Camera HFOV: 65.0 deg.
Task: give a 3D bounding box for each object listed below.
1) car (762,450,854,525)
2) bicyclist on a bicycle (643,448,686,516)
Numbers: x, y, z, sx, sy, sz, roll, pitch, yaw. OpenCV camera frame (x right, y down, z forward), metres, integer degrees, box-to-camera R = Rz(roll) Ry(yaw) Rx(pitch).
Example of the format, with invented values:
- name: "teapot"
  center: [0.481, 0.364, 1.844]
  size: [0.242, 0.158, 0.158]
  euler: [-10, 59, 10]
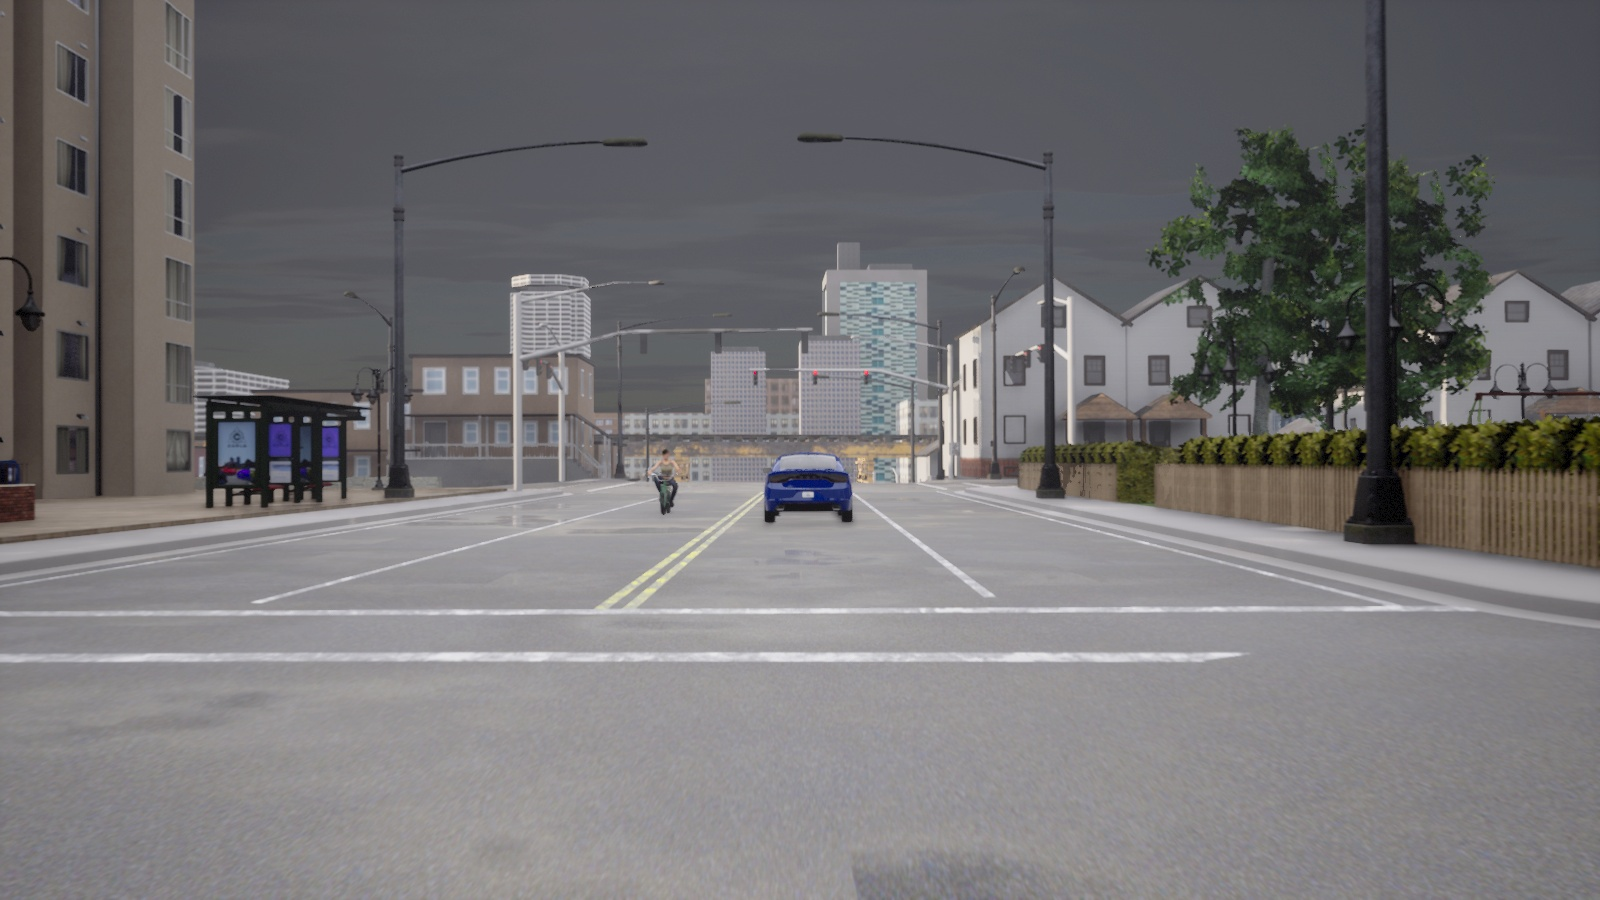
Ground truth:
- name: "car"
  center: [0.185, 0.781, 28.212]
  size: [1.882, 1.535, 5.008]
  euler: [0, 0, 0]
- name: "bicyclist on a bicycle"
  center: [-3.295, 0.768, 30.566]
  size: [0.866, 1.612, 1.509]
  euler: [0, 0, 1]
